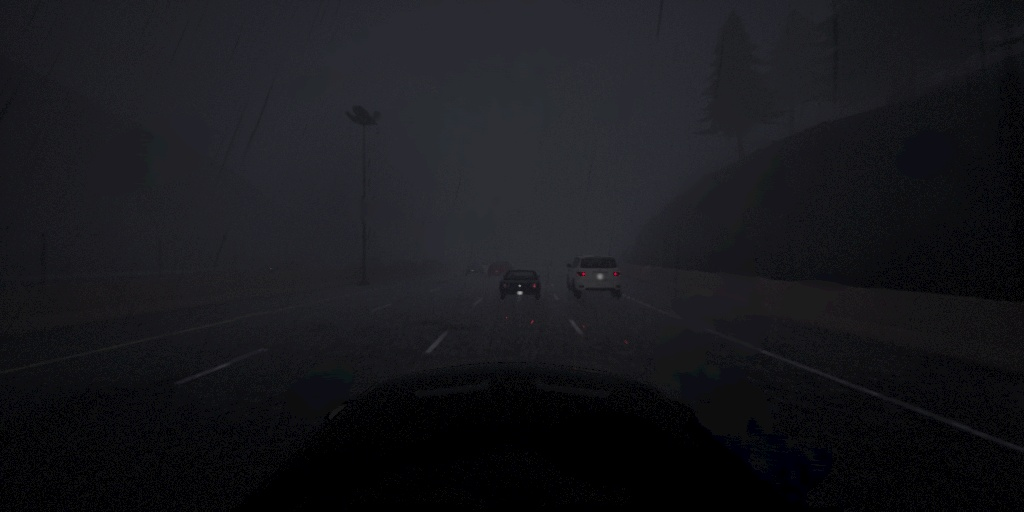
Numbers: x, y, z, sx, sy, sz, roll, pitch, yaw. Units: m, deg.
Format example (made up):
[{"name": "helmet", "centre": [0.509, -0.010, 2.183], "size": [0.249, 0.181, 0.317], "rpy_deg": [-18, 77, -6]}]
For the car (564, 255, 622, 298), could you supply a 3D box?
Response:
[{"name": "car", "centre": [4.108, 0.970, 18.518], "size": [2.150, 2.045, 5.566], "rpy_deg": [0, 0, 5]}]

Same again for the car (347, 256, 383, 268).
[{"name": "car", "centre": [-19.791, 0.970, 48.434], "size": [2.150, 2.045, 5.566], "rpy_deg": [0, 0, 13]}]

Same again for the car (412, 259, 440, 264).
[{"name": "car", "centre": [-11.908, 1.254, 51.299], "size": [1.837, 1.490, 4.892], "rpy_deg": [0, 0, 14]}]

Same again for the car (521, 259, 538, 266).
[{"name": "car", "centre": [3.221, 1.225, 64.731], "size": [1.882, 1.535, 5.008], "rpy_deg": [0, 0, 20]}]

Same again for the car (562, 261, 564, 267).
[{"name": "car", "centre": [10.285, 1.295, 64.263], "size": [2.033, 1.411, 5.357], "rpy_deg": [0, 0, 21]}]

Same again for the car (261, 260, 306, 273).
[{"name": "car", "centre": [-25.122, 1.254, 39.611], "size": [1.837, 1.490, 4.892], "rpy_deg": [0, 0, 10]}]

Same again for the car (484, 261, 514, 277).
[{"name": "car", "centre": [-0.965, 1.226, 34.866], "size": [1.882, 1.535, 5.008], "rpy_deg": [0, 0, 10]}]

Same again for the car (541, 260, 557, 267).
[{"name": "car", "centre": [6.714, 1.348, 64.635], "size": [1.895, 1.301, 4.718], "rpy_deg": [0, 0, 20]}]

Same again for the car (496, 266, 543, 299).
[{"name": "car", "centre": [0.500, 1.350, 18.119], "size": [1.895, 1.301, 4.718], "rpy_deg": [0, 0, 4]}]

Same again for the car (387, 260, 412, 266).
[{"name": "car", "centre": [-15.597, 1.296, 51.079], "size": [2.033, 1.411, 5.357], "rpy_deg": [0, 0, 14]}]

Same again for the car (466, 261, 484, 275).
[{"name": "car", "centre": [-3.654, 1.274, 39.465], "size": [1.812, 1.442, 4.674], "rpy_deg": [0, 0, 11]}]
